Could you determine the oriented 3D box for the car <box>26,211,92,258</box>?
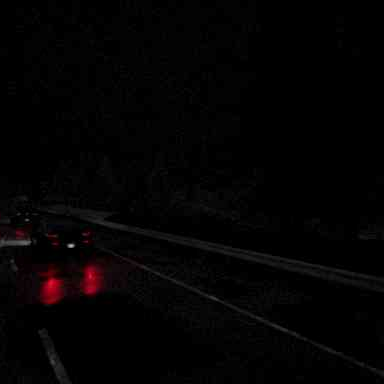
[{"bbox_3d":[-5.465,1.709,13.696,1.812,1.442,4.674,1,-1,-31],"label":"car"}]

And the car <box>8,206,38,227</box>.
[{"bbox_3d":[-13.035,1.817,25.822,2.128,1.511,4.902,1,-1,-31],"label":"car"}]
